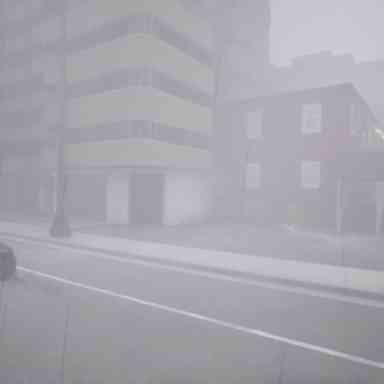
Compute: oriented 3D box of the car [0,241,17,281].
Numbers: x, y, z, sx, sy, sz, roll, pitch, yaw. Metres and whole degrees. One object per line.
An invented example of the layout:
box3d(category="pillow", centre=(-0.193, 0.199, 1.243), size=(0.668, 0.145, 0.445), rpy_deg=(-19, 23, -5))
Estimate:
box3d(category="car", centre=(-6.355, 1.508, 8.523), size=(4.181, 1.385, 1.994), rpy_deg=(1, 0, 36))
